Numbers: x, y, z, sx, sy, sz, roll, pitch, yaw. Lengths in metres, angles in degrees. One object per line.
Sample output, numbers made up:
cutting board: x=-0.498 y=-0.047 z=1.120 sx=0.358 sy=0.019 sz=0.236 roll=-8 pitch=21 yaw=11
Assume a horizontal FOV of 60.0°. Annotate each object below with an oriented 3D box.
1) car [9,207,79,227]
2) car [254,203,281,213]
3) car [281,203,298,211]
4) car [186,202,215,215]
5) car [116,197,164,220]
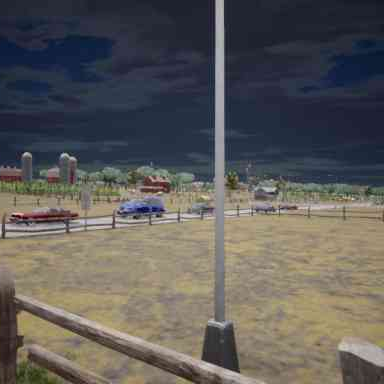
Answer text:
car: x=-11.128 y=1.798 z=25.191 sx=1.895 sy=1.301 sz=4.718 roll=2 pitch=0 yaw=36
car: x=11.400 y=2.424 z=51.360 sx=2.033 sy=1.411 sz=5.357 roll=2 pitch=0 yaw=36
car: x=17.577 y=2.671 z=59.892 sx=1.895 sy=1.301 sz=4.718 roll=2 pitch=0 yaw=36
car: x=1.235 y=2.057 z=42.274 sx=1.837 sy=1.490 sz=4.892 roll=2 pitch=0 yaw=36
car: x=-5.078 y=1.590 z=33.519 sx=2.150 sy=2.045 sz=5.566 roll=2 pitch=0 yaw=34
